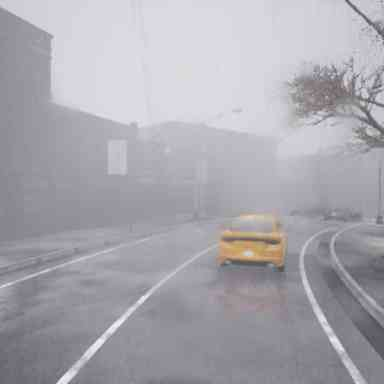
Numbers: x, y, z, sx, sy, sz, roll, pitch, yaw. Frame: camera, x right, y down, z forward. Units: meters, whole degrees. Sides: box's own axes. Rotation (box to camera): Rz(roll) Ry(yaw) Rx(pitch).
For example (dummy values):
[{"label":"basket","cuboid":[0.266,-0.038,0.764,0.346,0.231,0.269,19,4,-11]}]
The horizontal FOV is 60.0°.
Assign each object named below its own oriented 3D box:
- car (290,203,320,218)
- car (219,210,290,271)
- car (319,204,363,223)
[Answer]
[{"label":"car","cuboid":[11.558,1.743,32.305,5.357,1.411,2.033,1,0,-42]},{"label":"car","cuboid":[2.234,1.530,11.335,1.882,1.535,5.008,0,0,17]},{"label":"car","cuboid":[12.957,1.808,28.407,4.181,1.385,1.994,1,0,-45]}]
